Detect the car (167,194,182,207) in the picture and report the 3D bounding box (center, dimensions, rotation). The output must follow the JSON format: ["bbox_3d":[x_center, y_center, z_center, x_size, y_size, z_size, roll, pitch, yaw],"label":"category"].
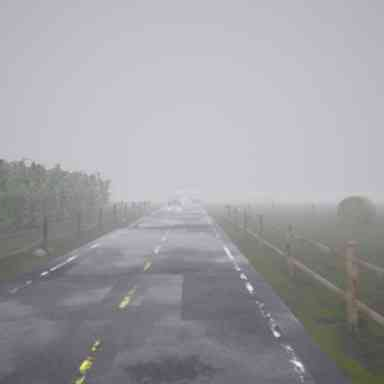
[{"bbox_3d":[-2.840,1.403,54.441,2.150,2.045,5.566,0,0,0],"label":"car"}]

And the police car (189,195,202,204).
[{"bbox_3d":[0.926,1.647,68.008,1.930,1.638,5.238,0,0,0],"label":"police car"}]
